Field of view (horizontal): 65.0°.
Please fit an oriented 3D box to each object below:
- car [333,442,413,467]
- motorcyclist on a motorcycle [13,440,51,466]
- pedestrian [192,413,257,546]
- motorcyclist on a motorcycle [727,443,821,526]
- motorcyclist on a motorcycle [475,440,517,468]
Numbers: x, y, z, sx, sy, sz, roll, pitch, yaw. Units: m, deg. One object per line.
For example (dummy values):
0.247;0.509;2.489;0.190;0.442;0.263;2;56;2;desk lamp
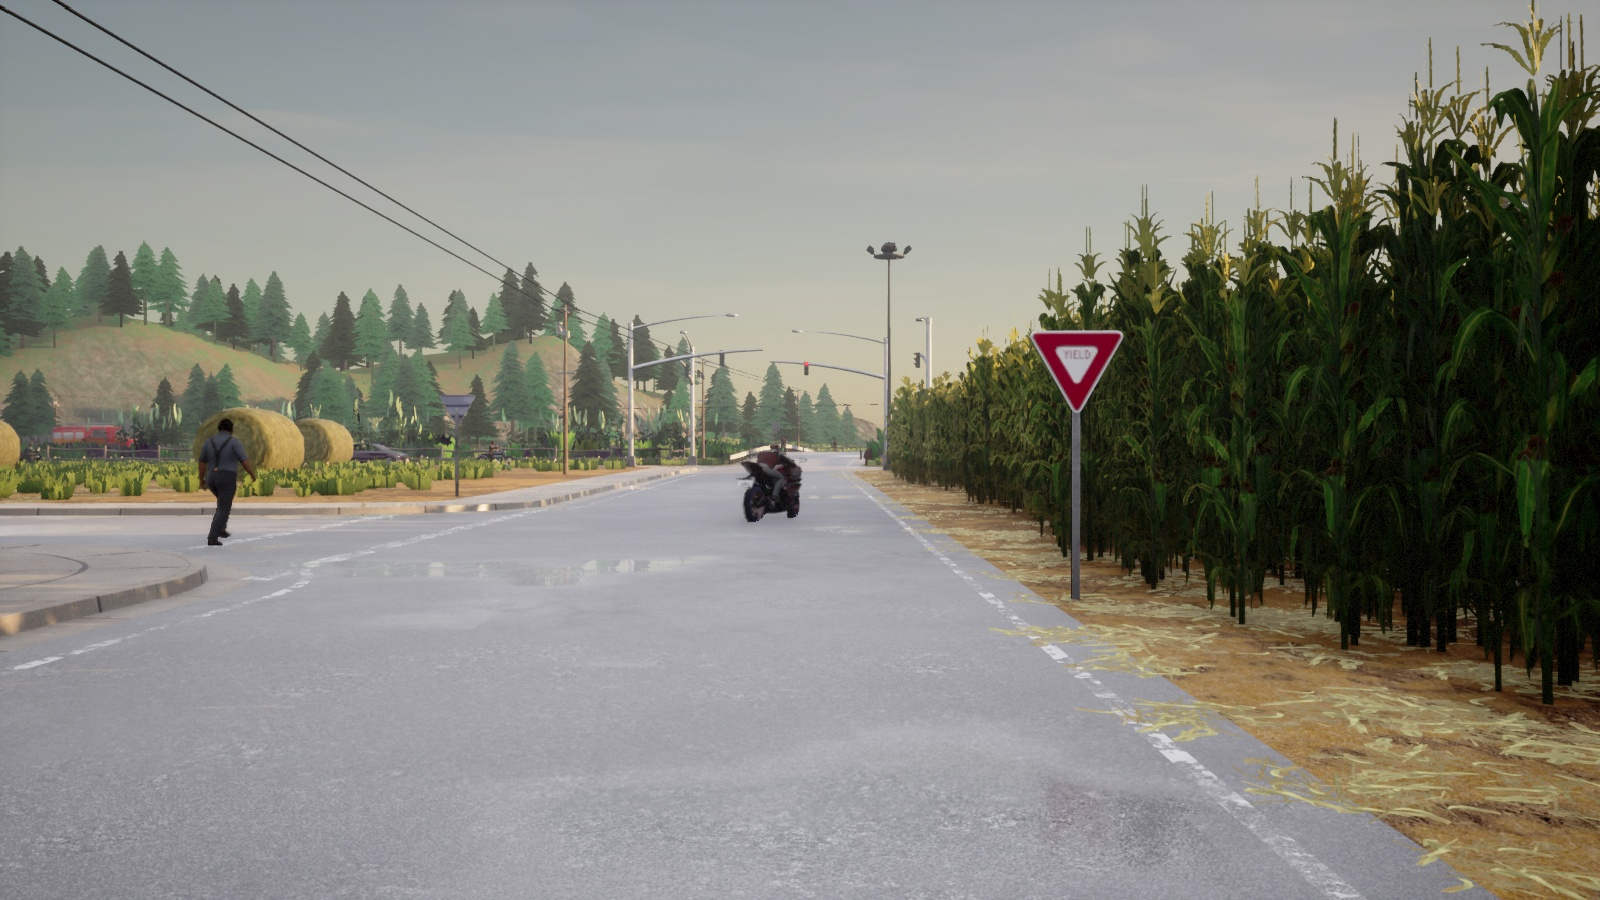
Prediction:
-25.853;0.275;76.062;4.193;1.474;1.816;0;0;3;car
-47.233;0.191;77.284;1.817;1.590;0.866;0;0;3;motorcyclist on a motorcycle
-8.179;0.413;17.868;0.540;1.848;0.694;0;0;9;pedestrian
-0.476;0.643;24.459;0.866;1.530;2.191;-1;0;27;motorcyclist on a motorcycle
-18.294;0.220;75.628;2.350;1.649;0.766;0;0;3;motorcyclist on a motorcycle
